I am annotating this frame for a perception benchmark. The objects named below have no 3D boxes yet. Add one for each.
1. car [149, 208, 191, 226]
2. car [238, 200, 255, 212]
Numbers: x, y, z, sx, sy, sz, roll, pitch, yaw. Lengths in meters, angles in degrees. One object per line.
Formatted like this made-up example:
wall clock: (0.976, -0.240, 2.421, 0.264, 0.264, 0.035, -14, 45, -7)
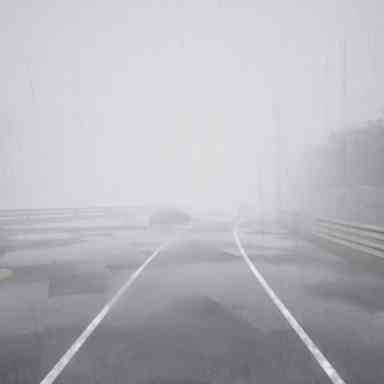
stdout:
car: (-1.722, 2.032, 27.595, 1.994, 1.385, 4.181, 0, -1, 29)
car: (8.696, 2.489, 54.394, 1.882, 1.535, 5.008, 0, -1, 14)
